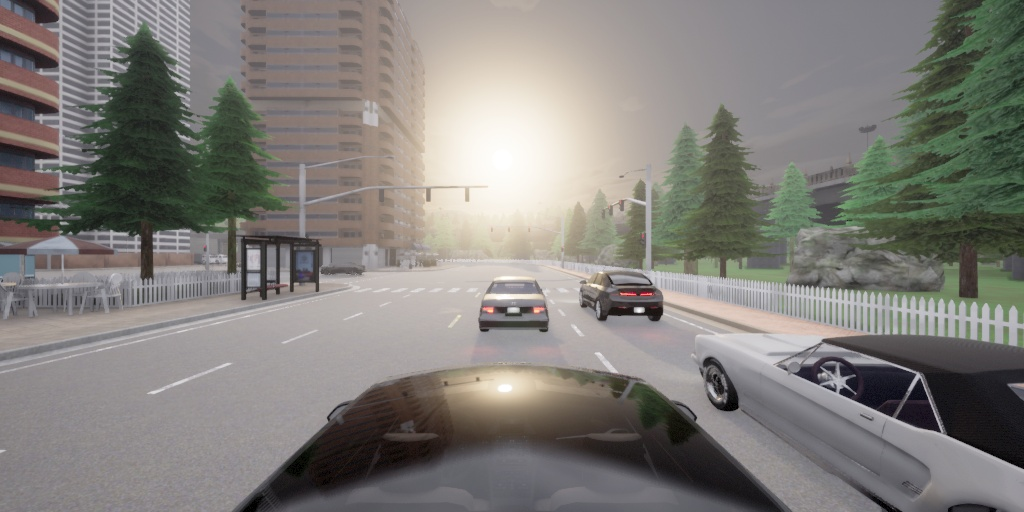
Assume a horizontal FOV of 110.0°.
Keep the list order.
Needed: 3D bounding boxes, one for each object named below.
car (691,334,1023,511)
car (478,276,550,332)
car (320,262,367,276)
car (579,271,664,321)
[{"bbox_3d":[3.514,1.351,3.133,1.895,1.301,4.718,0,0,1],"label":"car"},{"bbox_3d":[0.077,1.297,10.807,2.033,1.411,5.357,0,0,1],"label":"car"},{"bbox_3d":[-17.751,1.331,37.762,4.674,1.442,1.812,0,0,1],"label":"car"},{"bbox_3d":[3.564,1.255,12.396,1.837,1.490,4.892,0,0,1],"label":"car"}]
